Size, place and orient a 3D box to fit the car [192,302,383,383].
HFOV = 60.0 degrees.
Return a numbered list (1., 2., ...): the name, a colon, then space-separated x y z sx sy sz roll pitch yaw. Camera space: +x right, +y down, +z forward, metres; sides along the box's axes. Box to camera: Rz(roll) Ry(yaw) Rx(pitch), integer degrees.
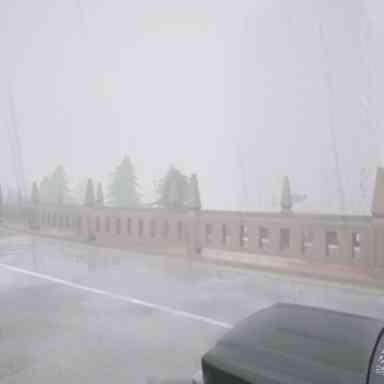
1. car: 2.329 1.601 2.331 4.718 1.301 1.895 0 0 35
